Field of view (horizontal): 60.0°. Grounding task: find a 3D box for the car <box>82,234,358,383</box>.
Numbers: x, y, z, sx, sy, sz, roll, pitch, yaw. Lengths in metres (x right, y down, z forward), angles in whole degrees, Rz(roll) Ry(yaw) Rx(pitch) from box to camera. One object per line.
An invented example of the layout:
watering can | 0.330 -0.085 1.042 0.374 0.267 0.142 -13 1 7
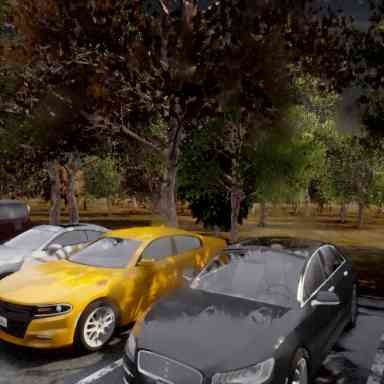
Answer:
car | 1.161 1.481 4.938 2.231 1.521 4.892 0 0 35

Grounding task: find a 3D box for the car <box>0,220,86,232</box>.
car | -3.382 1.522 8.162 2.002 1.452 4.674 0 0 35

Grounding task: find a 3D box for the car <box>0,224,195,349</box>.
car | -1.110 1.481 6.550 2.097 1.535 5.008 0 0 35

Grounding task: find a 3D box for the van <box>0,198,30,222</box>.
van | -7.990 1.255 11.292 1.878 1.987 4.442 0 0 35
